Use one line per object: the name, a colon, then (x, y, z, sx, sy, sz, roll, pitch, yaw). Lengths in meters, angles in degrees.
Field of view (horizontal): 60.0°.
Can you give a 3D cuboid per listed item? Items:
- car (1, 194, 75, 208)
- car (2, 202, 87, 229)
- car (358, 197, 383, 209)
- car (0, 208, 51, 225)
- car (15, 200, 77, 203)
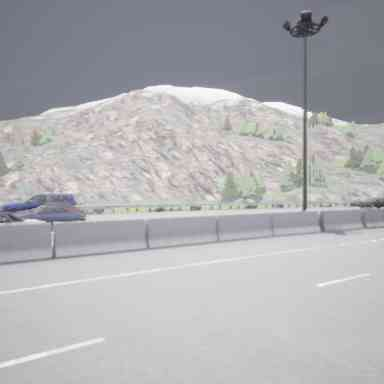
car: (-11.642, 1.158, 25.555, 5.566, 2.045, 2.150, 0, 0, -33)
car: (-8.381, 1.516, 19.283, 4.181, 1.385, 1.994, 0, 0, -33)
car: (24.179, 1.427, 43.693, 5.008, 1.535, 1.882, 0, 0, -20)
car: (-9.057, 1.561, 14.633, 4.718, 1.301, 1.895, 0, 0, -35)
car: (-9.600, 1.470, 22.684, 4.674, 1.442, 1.812, 0, 0, -33)
